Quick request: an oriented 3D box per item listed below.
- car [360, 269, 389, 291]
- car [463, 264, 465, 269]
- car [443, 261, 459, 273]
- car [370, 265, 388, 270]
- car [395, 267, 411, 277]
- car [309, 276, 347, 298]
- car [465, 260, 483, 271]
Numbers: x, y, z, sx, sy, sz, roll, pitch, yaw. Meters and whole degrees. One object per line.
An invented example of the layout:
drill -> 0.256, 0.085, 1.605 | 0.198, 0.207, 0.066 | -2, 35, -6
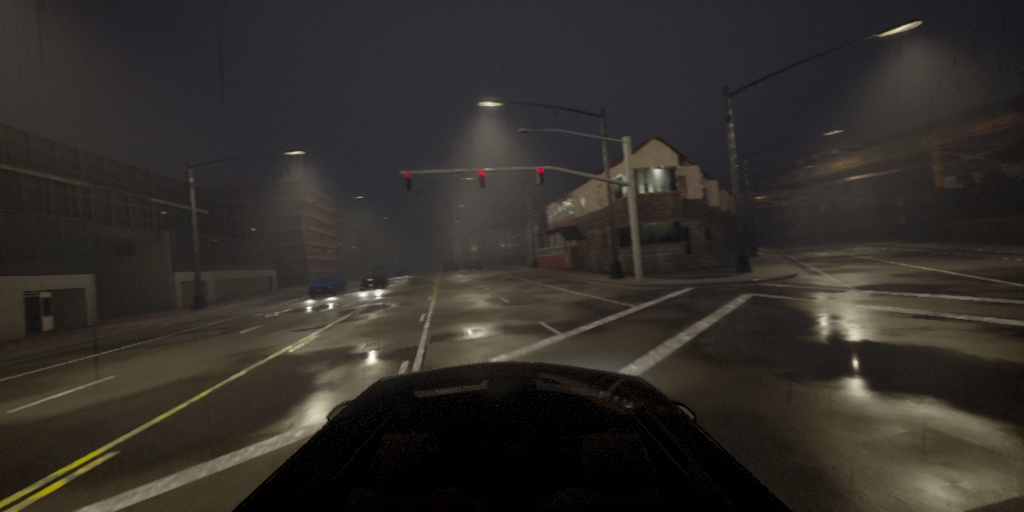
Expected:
car -> -12.237, 2.261, 32.077 | 1.994, 1.385, 4.181 | -5, 1, -11
car -> -7.418, 1.712, 63.257 | 1.837, 1.490, 4.892 | -5, -1, -11
car -> -8.996, 1.566, 52.733 | 2.097, 1.767, 4.553 | -5, 0, -11
car -> -19.827, 2.390, 53.598 | 2.150, 2.045, 5.566 | -5, -1, -11
car -> -16.302, 2.421, 53.847 | 1.994, 1.385, 4.181 | -5, 0, -11
car -> -15.456, 2.474, 30.288 | 1.882, 1.535, 5.008 | -5, 1, -11
car -> -5.484, 1.415, 53.004 | 1.837, 1.490, 4.892 | -5, 0, -11
